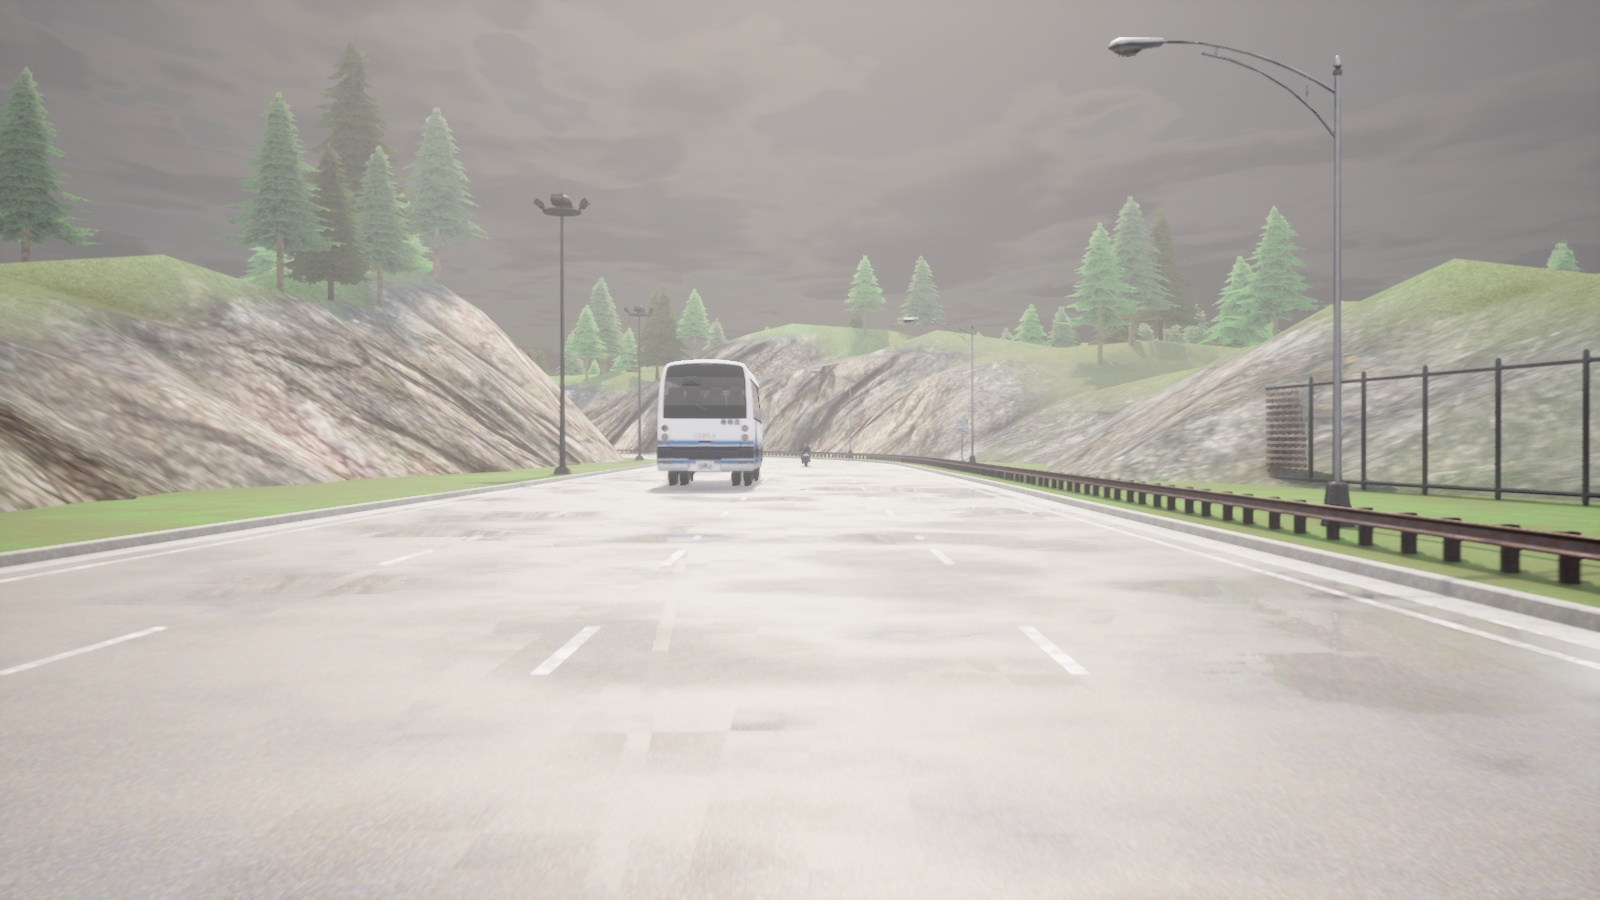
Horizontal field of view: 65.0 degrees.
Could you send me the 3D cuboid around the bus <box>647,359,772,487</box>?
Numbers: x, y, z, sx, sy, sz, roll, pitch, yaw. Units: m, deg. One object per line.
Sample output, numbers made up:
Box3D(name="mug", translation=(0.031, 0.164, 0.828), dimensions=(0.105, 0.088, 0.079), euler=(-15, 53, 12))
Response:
Box3D(name="bus", translation=(-3.142, -0.899, 47.213), dimensions=(3.944, 4.253, 10.273), euler=(0, 0, 0))
